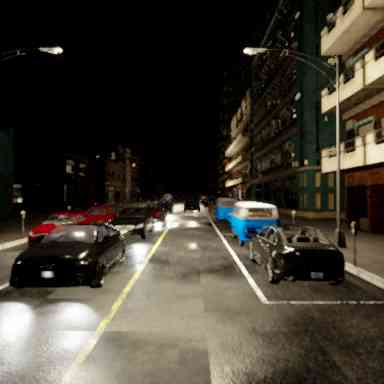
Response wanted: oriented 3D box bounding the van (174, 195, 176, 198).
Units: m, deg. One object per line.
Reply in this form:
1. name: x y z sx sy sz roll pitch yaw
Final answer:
1. van: -5.677 1.390 87.432 1.690 1.788 3.998 1 0 0

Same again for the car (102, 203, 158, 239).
1. car: -3.094 1.547 17.589 1.812 1.442 4.674 0 0 0

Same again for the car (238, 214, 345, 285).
1. car: 2.701 1.563 9.345 2.008 1.369 4.403 1 0 0

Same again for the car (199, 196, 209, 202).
1. car: 2.700 1.601 76.314 2.008 1.369 4.403 1 0 0

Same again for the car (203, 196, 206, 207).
1. car: 2.700 1.612 48.409 1.947 1.339 4.313 1 0 0

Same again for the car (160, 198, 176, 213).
1. car: -3.055 1.641 37.333 1.895 1.301 4.718 0 0 0

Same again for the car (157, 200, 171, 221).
1. car: -3.093 1.596 26.985 1.994 1.385 4.181 0 0 0

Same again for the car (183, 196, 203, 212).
1. car: -0.002 1.519 38.829 1.882 1.535 5.008 0 0 0

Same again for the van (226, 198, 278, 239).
1. van: 2.703 1.359 14.924 1.690 1.788 3.998 1 0 0

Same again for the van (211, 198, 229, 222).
1. van: 2.703 1.372 26.087 1.690 1.788 3.998 1 0 0

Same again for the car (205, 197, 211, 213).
1. car: 2.700 1.566 37.417 1.752 1.417 4.829 1 0 0

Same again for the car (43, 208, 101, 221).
1. car: -5.680 1.600 14.888 1.802 1.307 4.206 1 0 0

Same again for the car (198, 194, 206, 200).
1. car: 2.701 1.486 93.055 1.967 1.590 4.097 1 0 0

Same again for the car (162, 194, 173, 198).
1. car: -5.681 1.617 70.691 1.947 1.339 4.313 1 0 0

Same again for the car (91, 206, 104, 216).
1. car: -5.680 1.570 20.469 1.887 1.381 4.507 1 0 0

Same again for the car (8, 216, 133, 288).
1. car: -3.090 1.576 9.116 1.994 1.385 4.181 0 0 0
